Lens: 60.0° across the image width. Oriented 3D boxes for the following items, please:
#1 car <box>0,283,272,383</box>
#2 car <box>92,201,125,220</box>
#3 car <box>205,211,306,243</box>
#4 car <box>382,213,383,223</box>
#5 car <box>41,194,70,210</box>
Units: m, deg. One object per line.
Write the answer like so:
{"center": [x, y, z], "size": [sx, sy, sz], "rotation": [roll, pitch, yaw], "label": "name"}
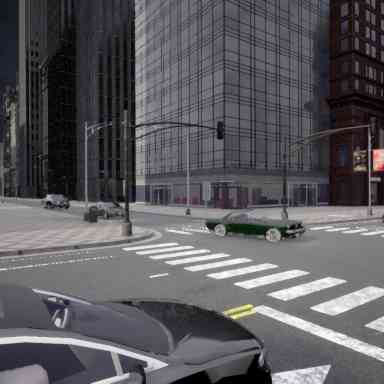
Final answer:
{"center": [-1.475, 1.491, 2.386], "size": [4.902, 1.511, 2.128], "rotation": [0, 0, -36], "label": "car"}
{"center": [-7.325, 1.563, 29.357], "size": [1.837, 1.490, 4.892], "rotation": [0, 0, -35], "label": "car"}
{"center": [3.014, 1.601, 16.297], "size": [4.718, 1.301, 1.895], "rotation": [0, 0, 41], "label": "car"}
{"center": [14.773, 1.357, 22.374], "size": [4.553, 1.767, 2.097], "rotation": [0, 0, -36], "label": "car"}
{"center": [-18.175, 1.322, 44.681], "size": [2.150, 2.045, 5.566], "rotation": [0, 0, -35], "label": "car"}
